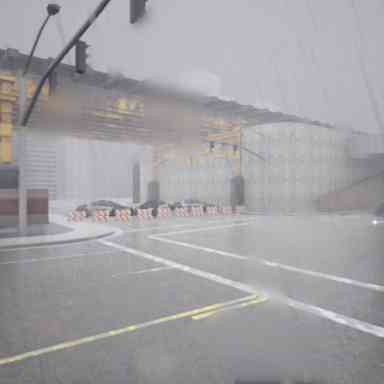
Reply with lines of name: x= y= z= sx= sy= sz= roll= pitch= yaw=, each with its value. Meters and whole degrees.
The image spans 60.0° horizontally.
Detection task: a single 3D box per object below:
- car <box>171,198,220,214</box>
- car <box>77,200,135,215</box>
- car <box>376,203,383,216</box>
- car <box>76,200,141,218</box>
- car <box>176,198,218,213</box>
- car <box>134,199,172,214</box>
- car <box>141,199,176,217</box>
car: x=0.275 y=1.453 z=35.349 sx=4.974 sy=1.542 sz=2.038 roll=0 pitch=0 yaw=-7
car: x=-7.432 y=1.295 z=28.912 sx=4.536 sy=1.218 sz=1.853 roll=0 pitch=0 yaw=8
car: x=19.307 y=1.479 z=31.520 sx=5.008 sy=1.535 sz=1.882 roll=0 pitch=0 yaw=-37
car: x=-7.381 y=1.453 z=28.905 sx=4.974 sy=1.542 sz=2.038 roll=0 pitch=0 yaw=8
car: x=0.224 y=1.296 z=35.343 sx=4.536 sy=1.218 sz=1.853 roll=0 pitch=0 yaw=-7
car: x=-3.620 y=1.295 z=31.640 sx=1.853 sy=1.218 sz=4.536 roll=0 pitch=0 yaw=18
car: x=-3.635 y=1.453 z=31.590 sx=2.038 sy=1.542 sz=4.974 roll=0 pitch=0 yaw=18
